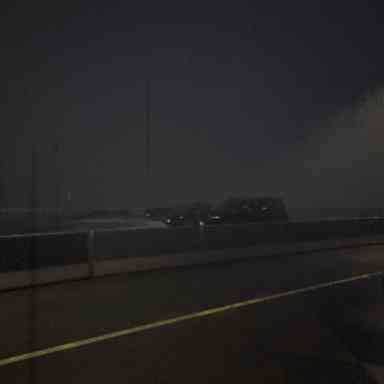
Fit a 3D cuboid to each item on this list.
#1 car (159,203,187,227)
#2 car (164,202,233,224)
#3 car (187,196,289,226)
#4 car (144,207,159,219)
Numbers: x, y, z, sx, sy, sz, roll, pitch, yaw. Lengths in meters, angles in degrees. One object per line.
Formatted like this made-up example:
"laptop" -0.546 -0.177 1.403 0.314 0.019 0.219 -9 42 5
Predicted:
"car" 0.690 1.502 20.979 4.892 1.490 1.837 1 0 -31
"car" 0.550 1.499 24.953 4.892 1.490 1.837 1 0 -30
"car" 2.828 1.247 18.204 5.566 2.045 2.150 1 0 -31
"car" -1.596 1.567 27.779 4.718 1.301 1.895 1 0 -31
